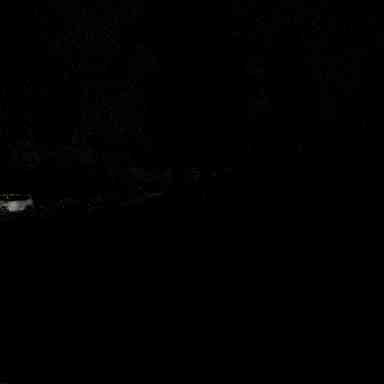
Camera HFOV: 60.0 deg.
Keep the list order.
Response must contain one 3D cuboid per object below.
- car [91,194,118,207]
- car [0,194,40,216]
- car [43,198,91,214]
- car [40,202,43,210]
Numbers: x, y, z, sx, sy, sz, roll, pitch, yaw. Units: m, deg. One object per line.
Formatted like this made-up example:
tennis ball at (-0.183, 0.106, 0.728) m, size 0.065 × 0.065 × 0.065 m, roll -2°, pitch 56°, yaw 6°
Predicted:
car at (-13.396, 1.318, 51.190) m, size 2.150 × 2.045 × 5.566 m, roll 0°, pitch 0°, yaw 13°
car at (-17.953, 1.221, 32.512) m, size 2.150 × 2.045 × 5.566 m, roll 0°, pitch 0°, yaw 13°
car at (-13.467, 1.478, 36.203) m, size 1.882 × 1.535 × 5.008 m, roll 0°, pitch 0°, yaw 14°
car at (-19.740, 1.601, 40.064) m, size 1.895 × 1.301 × 4.718 m, roll 0°, pitch 0°, yaw 14°
